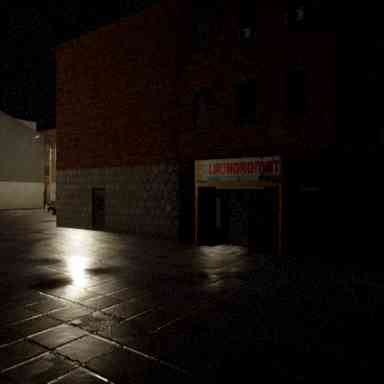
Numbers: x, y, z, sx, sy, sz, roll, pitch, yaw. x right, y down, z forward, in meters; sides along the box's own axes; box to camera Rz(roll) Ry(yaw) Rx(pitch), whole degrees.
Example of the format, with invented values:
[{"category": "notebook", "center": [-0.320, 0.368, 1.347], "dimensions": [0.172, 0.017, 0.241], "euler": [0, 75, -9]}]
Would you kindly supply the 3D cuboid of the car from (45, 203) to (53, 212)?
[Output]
[{"category": "car", "center": [-14.487, 1.518, 38.351], "dimensions": [2.128, 1.511, 4.902], "euler": [0, 0, 36]}]
